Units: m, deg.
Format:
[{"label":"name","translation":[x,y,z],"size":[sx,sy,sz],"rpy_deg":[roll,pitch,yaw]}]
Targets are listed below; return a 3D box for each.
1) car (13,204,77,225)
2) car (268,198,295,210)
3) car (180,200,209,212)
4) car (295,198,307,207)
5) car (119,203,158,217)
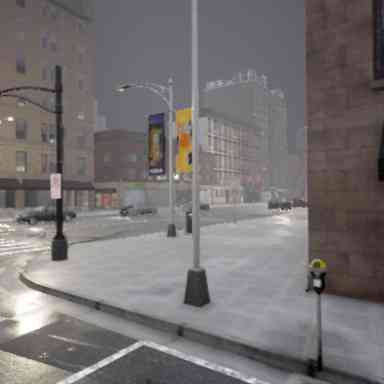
[{"label":"car","translation":[-11.172,1.677,25.606],"size":[1.812,1.442,4.674],"rpy_deg":[-1,-1,37]},{"label":"car","translation":[12.658,1.586,47.803],"size":[2.097,1.767,4.553],"rpy_deg":[-1,-1,35]},{"label":"car","translation":[0.456,1.770,42.083],"size":[1.812,1.442,4.674],"rpy_deg":[-1,-1,35]},{"label":"car","translation":[18.260,1.755,55.736],"size":[1.882,1.535,5.008],"rpy_deg":[-1,-1,31]},{"label":"car","translation":[-5.402,1.761,33.787],"size":[1.994,1.385,4.181],"rpy_deg":[-1,-1,35]}]
